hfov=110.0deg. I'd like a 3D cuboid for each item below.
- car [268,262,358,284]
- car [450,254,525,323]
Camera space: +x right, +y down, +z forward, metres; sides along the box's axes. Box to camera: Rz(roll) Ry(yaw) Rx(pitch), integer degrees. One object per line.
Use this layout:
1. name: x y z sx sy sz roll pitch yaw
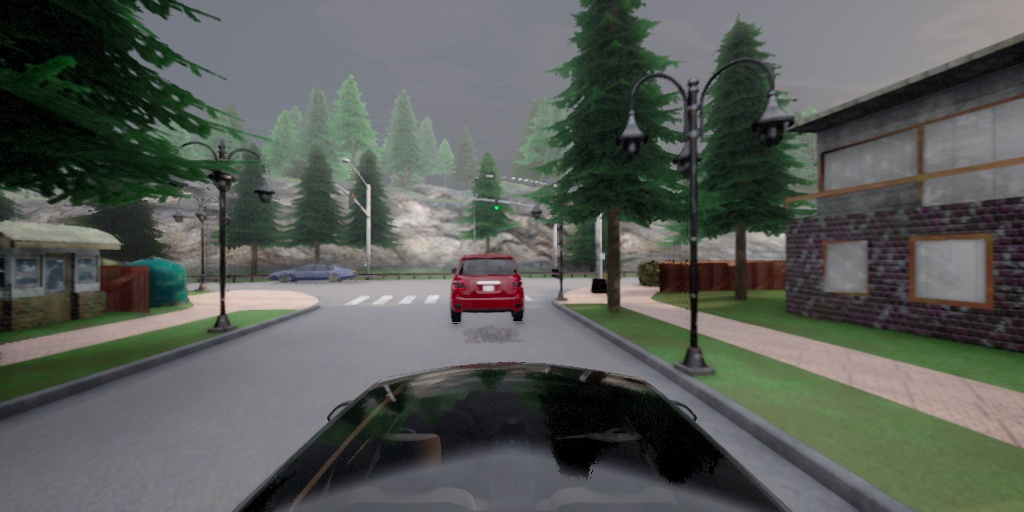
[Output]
1. car: -13.659 1.158 24.950 5.357 1.411 2.033 0 0 -12
2. car: -0.901 0.965 12.325 2.150 2.045 5.566 0 0 -6
